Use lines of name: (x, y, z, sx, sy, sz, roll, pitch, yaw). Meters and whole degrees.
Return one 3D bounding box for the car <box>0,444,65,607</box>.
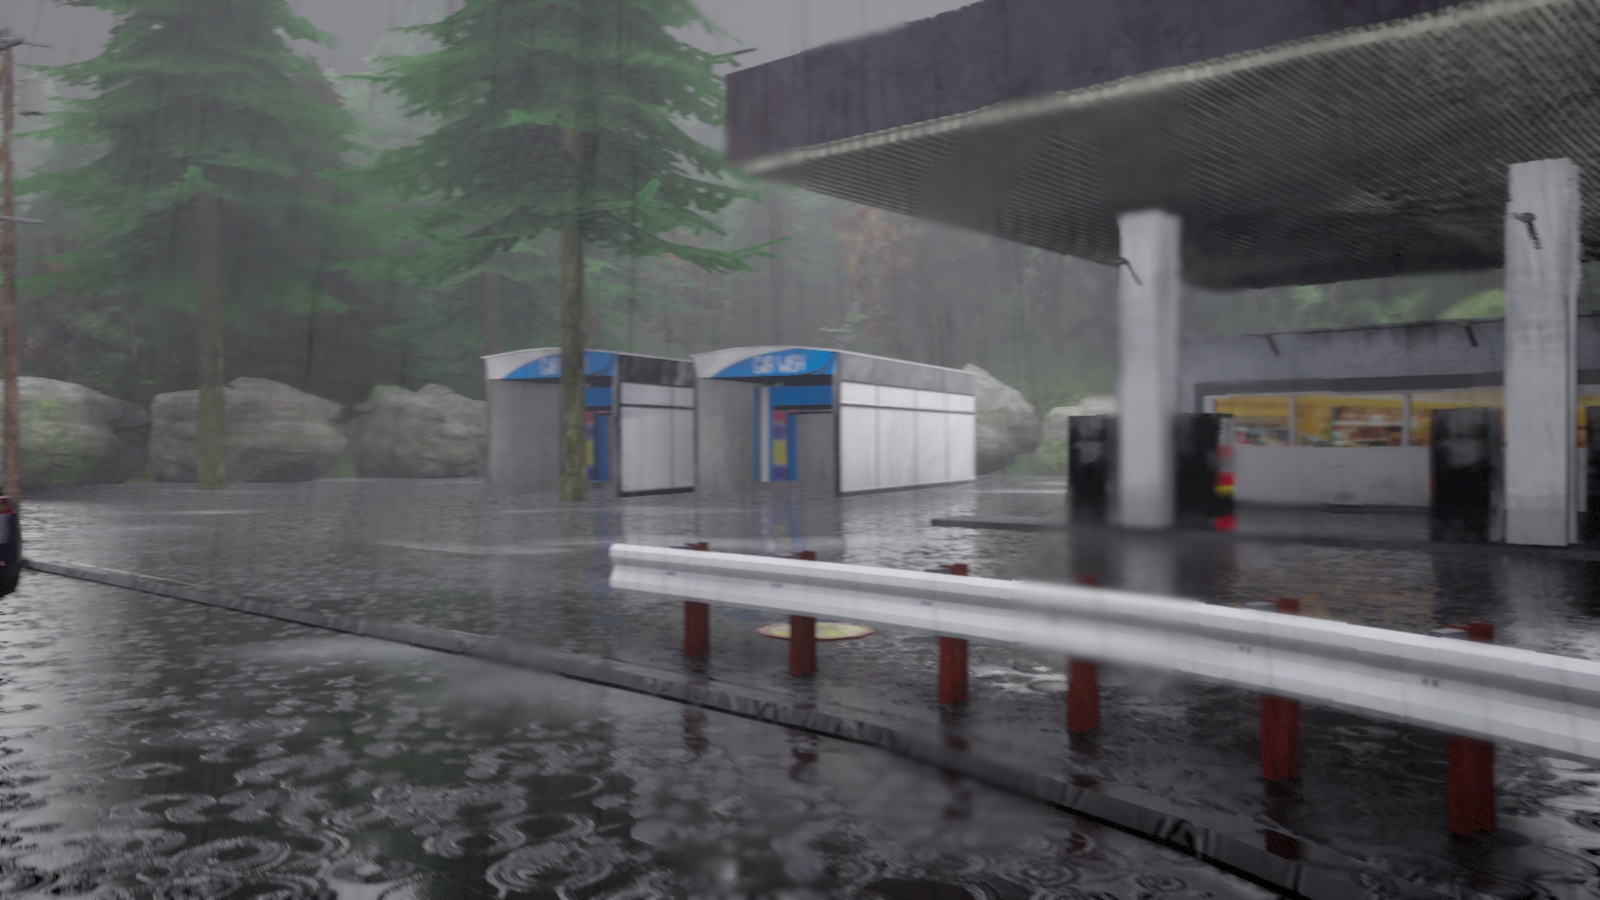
car: (-9.468, 0.690, 12.740, 4.792, 1.488, 2.163, 0, 0, 43)
